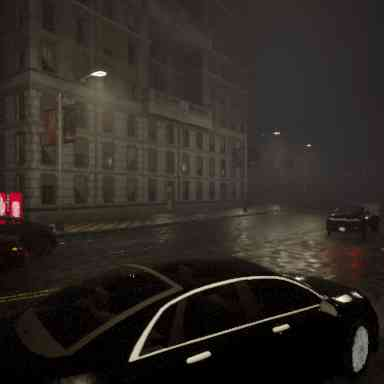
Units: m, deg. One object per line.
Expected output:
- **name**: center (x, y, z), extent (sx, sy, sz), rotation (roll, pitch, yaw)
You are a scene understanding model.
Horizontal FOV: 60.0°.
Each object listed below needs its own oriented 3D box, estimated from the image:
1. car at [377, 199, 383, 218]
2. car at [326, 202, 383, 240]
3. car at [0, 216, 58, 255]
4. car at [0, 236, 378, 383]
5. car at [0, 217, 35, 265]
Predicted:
- **car**: center (18.415, 1.465, 30.437), extent (1.882, 1.535, 5.008), rotation (0, 0, 37)
- **car**: center (8.425, 1.484, 17.242), extent (2.128, 1.511, 4.902), rotation (0, 0, 38)
- **car**: center (-6.952, 1.553, 11.581), extent (4.181, 1.385, 1.994), rotation (0, 0, -38)
- **car**: center (0.287, 1.503, 3.822), extent (4.892, 1.490, 1.837), rotation (0, 0, -37)
- **car**: center (-6.404, 1.518, 7.672), extent (4.674, 1.442, 1.812), rotation (0, 0, -35)
